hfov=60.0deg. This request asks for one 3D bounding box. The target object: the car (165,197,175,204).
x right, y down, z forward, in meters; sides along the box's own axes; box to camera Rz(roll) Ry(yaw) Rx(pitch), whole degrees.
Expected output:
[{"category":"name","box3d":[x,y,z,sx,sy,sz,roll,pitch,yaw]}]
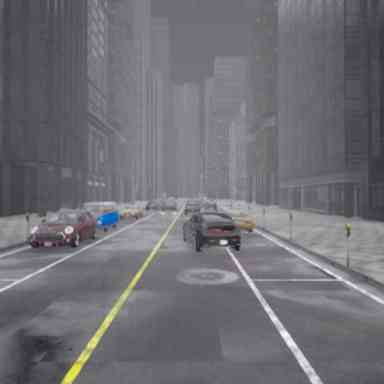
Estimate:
[{"category":"car","box3d":[-5.764,2.215,88.250,2.192,1.841,5.009,0,-1,0]}]

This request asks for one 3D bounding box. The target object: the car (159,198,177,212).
[{"category":"car","box3d":[-3.079,1.925,45.798,1.882,1.535,5.008,0,-1,0]}]

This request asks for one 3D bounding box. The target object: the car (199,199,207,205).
[{"category":"car","box3d":[2.761,2.381,82.641,1.887,1.381,4.507,0,-1,0]}]

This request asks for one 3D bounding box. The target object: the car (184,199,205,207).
[{"category":"car","box3d":[0.097,1.873,39.385,2.128,1.511,4.902,0,-1,0]}]

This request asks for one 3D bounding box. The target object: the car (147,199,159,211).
[{"category":"car","box3d":[-5.763,2.046,48.983,1.947,1.339,4.313,0,-1,0]}]

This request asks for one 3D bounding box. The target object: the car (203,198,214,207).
[{"category":"car","box3d":[2.762,2.031,48.989,2.008,1.369,4.403,0,-1,0]}]

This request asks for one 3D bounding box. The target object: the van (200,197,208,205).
[{"category":"van","box3d":[2.761,2.116,77.036,1.690,1.788,3.998,0,-1,0]}]

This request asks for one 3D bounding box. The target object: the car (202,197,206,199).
[{"category":"car","box3d":[2.762,2.036,60.208,1.967,1.590,4.097,0,-1,0]}]

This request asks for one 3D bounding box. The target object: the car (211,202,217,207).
[{"category":"car","box3d":[2.762,1.777,26.725,1.752,1.417,4.829,0,-1,0]}]

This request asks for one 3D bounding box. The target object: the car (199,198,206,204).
[{"category":"car","box3d":[2.761,2.427,88.421,1.752,1.417,4.829,0,-1,0]}]

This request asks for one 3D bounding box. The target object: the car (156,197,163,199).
[{"category":"car","box3d":[-5.763,1.978,54.594,1.967,1.590,4.097,0,-1,0]}]

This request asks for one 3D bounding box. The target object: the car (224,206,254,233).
[{"category":"car","box3d":[2.763,1.724,21.116,1.752,1.417,4.829,0,-1,0]}]

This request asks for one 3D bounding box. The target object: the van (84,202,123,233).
[{"category":"van","box3d":[-5.762,1.538,20.940,1.690,1.788,3.998,0,-1,0]}]

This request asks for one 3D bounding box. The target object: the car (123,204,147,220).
[{"category":"car","box3d":[-5.763,1.830,31.986,1.752,1.417,4.829,0,-1,0]}]

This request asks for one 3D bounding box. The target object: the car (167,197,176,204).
[{"category":"car","box3d":[-5.764,2.280,93.859,2.192,1.841,5.009,0,-1,0]}]

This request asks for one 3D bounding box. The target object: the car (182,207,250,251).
[{"category":"car","box3d":[0.757,1.645,14.809,1.837,1.490,4.892,0,0,-10]}]

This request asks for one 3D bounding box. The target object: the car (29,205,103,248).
[{"category":"car","box3d":[-5.762,1.584,15.330,1.967,1.590,4.097,0,-1,0]}]

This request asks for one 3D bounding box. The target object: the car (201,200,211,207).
[{"category":"car","box3d":[2.762,2.236,65.815,1.802,1.307,4.206,0,-1,0]}]
